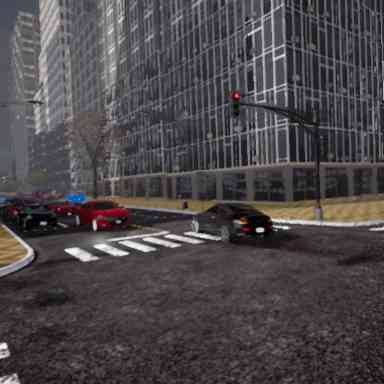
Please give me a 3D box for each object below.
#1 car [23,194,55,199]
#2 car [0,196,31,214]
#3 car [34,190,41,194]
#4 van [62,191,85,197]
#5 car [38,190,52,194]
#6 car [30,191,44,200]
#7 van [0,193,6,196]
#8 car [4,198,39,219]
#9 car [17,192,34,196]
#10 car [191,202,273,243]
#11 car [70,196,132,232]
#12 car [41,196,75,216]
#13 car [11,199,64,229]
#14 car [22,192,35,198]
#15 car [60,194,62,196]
[{"bbox_3d":[-15.924,1.211,34.608,1.994,1.385,4.181,-3,2,-34],"label":"car"},{"bbox_3d":[-15.998,1.347,30.039,1.947,1.339,4.313,-2,2,-34],"label":"car"},{"bbox_3d":[-28.292,0.567,62.938,2.192,1.841,5.009,-2,2,-34],"label":"car"},{"bbox_3d":[-15.462,0.698,44.170,1.690,1.788,3.998,-2,2,-34],"label":"van"},{"bbox_3d":[-25.077,0.860,58.253,1.802,1.307,4.206,-2,2,-34],"label":"car"},{"bbox_3d":[-31.496,0.666,67.633,1.967,1.590,4.097,-2,2,-34],"label":"car"},{"bbox_3d":[-25.581,1.045,44.139,1.690,1.788,3.998,-2,2,-34],"label":"van"},{"bbox_3d":[-12.839,1.390,25.315,1.802,1.307,4.206,-2,2,-34],"label":"car"},{"bbox_3d":[-23.779,1.147,46.221,1.994,1.385,4.181,-3,2,-34],"label":"car"},{"bbox_3d":[1.543,1.162,14.014,1.812,1.442,4.674,-2,2,-23],"label":"car"},{"bbox_3d":[-5.073,1.208,18.703,1.882,1.535,5.008,-3,2,-34],"label":"car"},{"bbox_3d":[-10.284,1.291,26.352,1.895,1.301,4.718,-3,2,-34],"label":"car"},{"bbox_3d":[-9.645,1.399,20.610,1.947,1.339,4.313,-2,2,-34],"label":"car"},{"bbox_3d":[-37.908,0.723,77.020,2.008,1.369,4.403,-2,2,-34],"label":"car"},{"bbox_3d":[-18.662,0.913,48.868,1.802,1.307,4.206,-2,2,-34],"label":"car"}]
